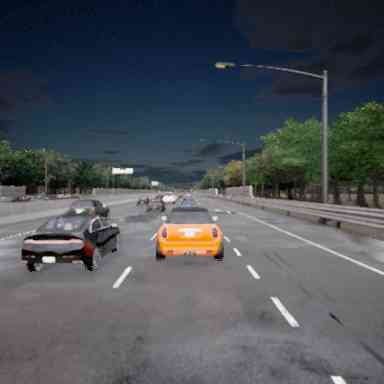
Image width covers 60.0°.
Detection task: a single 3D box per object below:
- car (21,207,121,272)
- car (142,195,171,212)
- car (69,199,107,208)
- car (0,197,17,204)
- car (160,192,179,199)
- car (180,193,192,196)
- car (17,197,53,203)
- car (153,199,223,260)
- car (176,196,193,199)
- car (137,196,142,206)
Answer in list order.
[{"bbox_3d":[-3.571,1.458,10.675,2.128,1.511,4.902,0,0,0],"label":"car"},{"bbox_3d":[-3.824,1.393,36.160,2.128,1.511,4.902,0,0,-1],"label":"car"},{"bbox_3d":[-7.190,1.285,23.346,2.097,1.767,4.553,0,0,-1],"label":"car"},{"bbox_3d":[-21.426,1.416,39.081,1.837,1.490,4.892,0,0,0],"label":"car"},{"bbox_3d":[-4.092,1.080,60.843,2.150,2.045,5.566,0,0,-1],"label":"car"},{"bbox_3d":[-0.537,1.411,55.696,2.033,1.411,5.357,0,0,-1],"label":"car"},{"bbox_3d":[-17.930,1.399,39.126,2.128,1.511,4.902,0,0,0],"label":"car"},{"bbox_3d":[-0.085,1.310,12.329,2.097,1.767,4.553,0,0,-1],"label":"car"},{"bbox_3d":[-0.298,1.451,33.609,2.033,1.411,5.357,0,0,-1],"label":"car"},{"bbox_3d":[-7.497,1.401,52.275,1.812,1.442,4.674,0,0,-1],"label":"car"}]
